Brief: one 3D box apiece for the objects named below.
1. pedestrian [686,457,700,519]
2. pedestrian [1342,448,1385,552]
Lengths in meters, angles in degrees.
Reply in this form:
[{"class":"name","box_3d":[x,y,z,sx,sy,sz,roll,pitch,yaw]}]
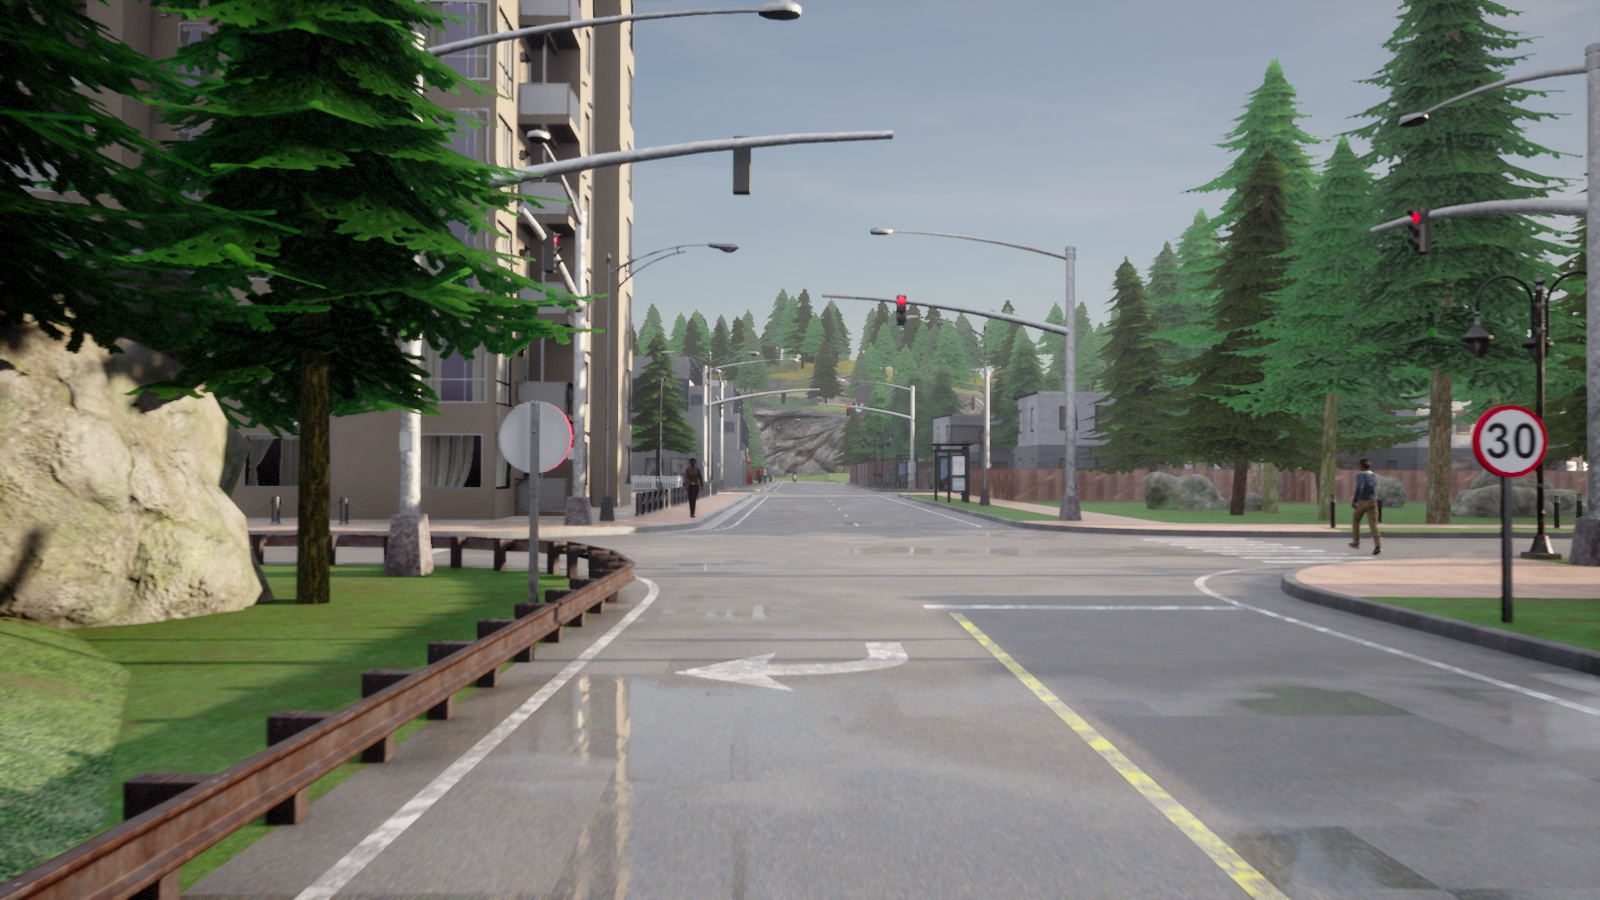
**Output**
[{"class":"pedestrian","box_3d":[-3.155,1.109,37.112,0.328,1.805,0.869,0,-1,1]},{"class":"pedestrian","box_3d":[10.715,0.943,23.912,0.423,1.949,0.788,0,-1,-2]}]
